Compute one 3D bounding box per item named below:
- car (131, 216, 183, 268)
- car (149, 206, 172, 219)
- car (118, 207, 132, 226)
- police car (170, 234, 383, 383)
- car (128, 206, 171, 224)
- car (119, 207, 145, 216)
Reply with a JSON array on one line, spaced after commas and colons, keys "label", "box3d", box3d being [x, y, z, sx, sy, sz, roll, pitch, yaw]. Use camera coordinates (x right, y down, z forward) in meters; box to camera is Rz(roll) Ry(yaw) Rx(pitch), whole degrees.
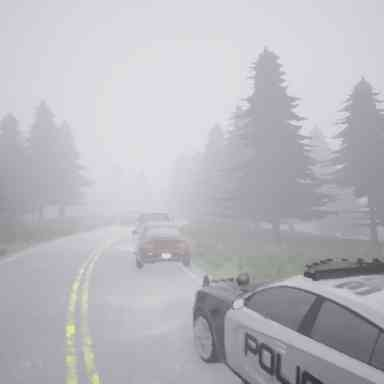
[{"label": "car", "box3d": [-1.258, 1.869, 12.619, 1.812, 1.442, 4.674, 0, -1, -11]}, {"label": "car", "box3d": [-4.137, 2.611, 43.045, 1.837, 1.490, 4.892, 1, -2, -19]}, {"label": "car", "box3d": [-5.630, 2.361, 31.615, 1.837, 1.490, 4.892, -1, -2, 2]}, {"label": "police car", "box3d": [1.610, 1.576, 3.741, 1.930, 1.638, 5.238, 1, -2, -24]}, {"label": "car", "box3d": [-2.018, 1.812, 18.216, 2.097, 1.767, 4.553, -1, -1, -4]}, {"label": "car", "box3d": [-9.775, 3.183, 53.815, 1.812, 1.442, 4.674, 4, -7, -43]}]
